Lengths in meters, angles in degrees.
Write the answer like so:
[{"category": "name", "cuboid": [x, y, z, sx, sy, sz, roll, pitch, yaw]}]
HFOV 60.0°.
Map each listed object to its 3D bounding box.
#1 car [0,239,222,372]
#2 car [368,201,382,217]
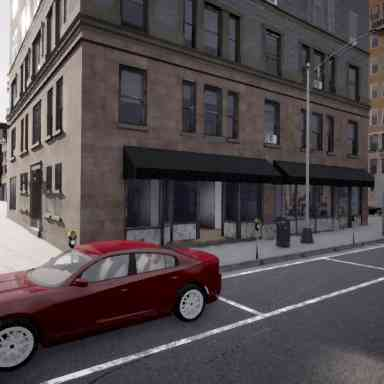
[{"category": "car", "cuboid": [-1.536, 1.545, 5.658, 4.507, 1.381, 1.887, 0, 1, -35]}, {"category": "car", "cuboid": [15.284, 1.453, 29.081, 1.895, 1.301, 4.718, 1, 0, -35]}]
